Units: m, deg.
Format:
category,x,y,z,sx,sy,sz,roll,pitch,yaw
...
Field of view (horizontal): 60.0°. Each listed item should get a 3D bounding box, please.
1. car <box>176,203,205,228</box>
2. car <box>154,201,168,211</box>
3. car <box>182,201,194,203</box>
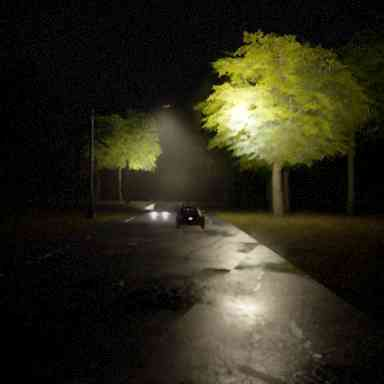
category,x,y,z,sx,sy,sz,roll,pitch,yaw
car,-0.127,1.738,23.729,1.994,1.385,4.181,-1,-1,-1
car,-4.282,1.975,46.341,1.895,1.301,4.718,0,0,-2
car,-0.512,1.820,40.642,1.837,1.490,4.892,0,-1,-2
